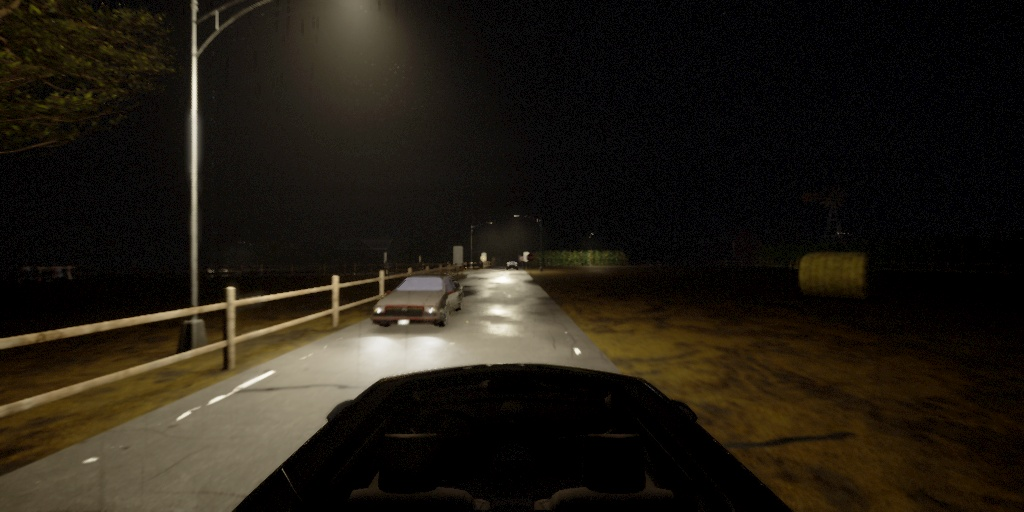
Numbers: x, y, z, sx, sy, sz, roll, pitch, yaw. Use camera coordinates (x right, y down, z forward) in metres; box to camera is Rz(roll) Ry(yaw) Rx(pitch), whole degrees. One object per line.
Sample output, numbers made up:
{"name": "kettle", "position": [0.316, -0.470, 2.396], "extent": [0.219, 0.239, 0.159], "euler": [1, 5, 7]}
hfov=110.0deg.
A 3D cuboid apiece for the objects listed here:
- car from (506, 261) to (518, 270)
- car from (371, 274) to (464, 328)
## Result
{"name": "car", "position": [0.017, 1.594, 57.702], "extent": [1.895, 1.301, 4.718], "euler": [0, -1, 0]}
{"name": "car", "position": [-2.751, 1.305, 11.771], "extent": [2.033, 1.411, 5.357], "euler": [0, 0, 0]}
